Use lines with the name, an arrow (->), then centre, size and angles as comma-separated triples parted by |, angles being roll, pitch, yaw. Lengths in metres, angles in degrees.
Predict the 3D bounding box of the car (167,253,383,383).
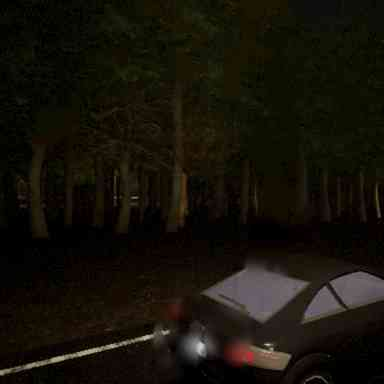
car -> 1.775, 1.566, 4.469 | 4.181, 1.385, 1.994 | 0, 0, -31
